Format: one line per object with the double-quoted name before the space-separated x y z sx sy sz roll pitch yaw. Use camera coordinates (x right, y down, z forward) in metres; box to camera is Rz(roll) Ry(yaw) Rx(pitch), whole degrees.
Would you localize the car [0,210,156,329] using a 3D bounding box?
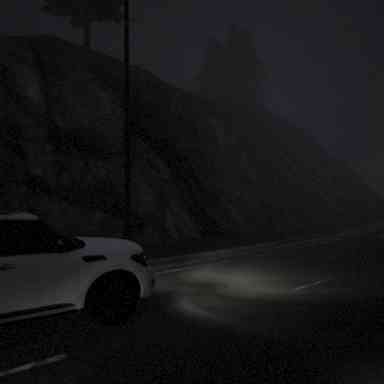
"car" -3.357 1.305 5.575 5.566 2.045 2.150 0 0 -36
